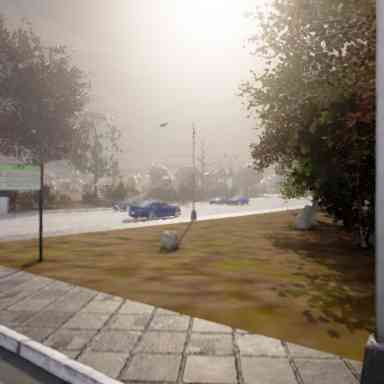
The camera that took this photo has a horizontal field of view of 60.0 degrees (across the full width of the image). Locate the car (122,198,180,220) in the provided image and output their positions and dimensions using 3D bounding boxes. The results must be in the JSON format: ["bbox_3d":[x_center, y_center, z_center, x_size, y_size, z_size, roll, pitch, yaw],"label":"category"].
[{"bbox_3d":[-3.044,1.459,27.810,1.882,1.535,5.008,0,0,39],"label":"car"}]

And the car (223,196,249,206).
[{"bbox_3d":[7.463,1.342,53.248,1.882,1.535,5.008,0,0,35],"label":"car"}]

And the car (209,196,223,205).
[{"bbox_3d":[4.620,1.436,55.289,1.994,1.385,4.181,0,0,35],"label":"car"}]

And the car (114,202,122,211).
[{"bbox_3d":[-7.076,1.447,39.825,2.128,1.511,4.902,0,0,38],"label":"car"}]

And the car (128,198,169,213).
[{"bbox_3d":[-4.767,1.486,37.094,1.812,1.442,4.674,0,0,38],"label":"car"}]
